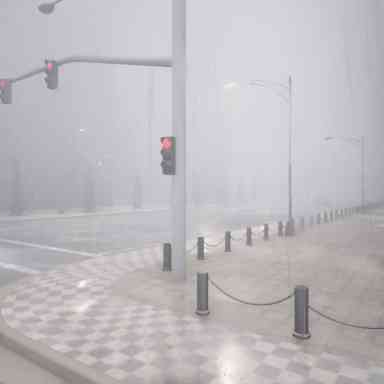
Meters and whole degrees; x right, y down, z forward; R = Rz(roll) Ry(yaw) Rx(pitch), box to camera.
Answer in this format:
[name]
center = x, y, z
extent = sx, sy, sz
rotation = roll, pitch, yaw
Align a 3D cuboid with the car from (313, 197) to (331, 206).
[car]
center = 21.400, 1.509, 54.572
extent = 1.994, 1.385, 4.181
rotation = 0, 0, 35
